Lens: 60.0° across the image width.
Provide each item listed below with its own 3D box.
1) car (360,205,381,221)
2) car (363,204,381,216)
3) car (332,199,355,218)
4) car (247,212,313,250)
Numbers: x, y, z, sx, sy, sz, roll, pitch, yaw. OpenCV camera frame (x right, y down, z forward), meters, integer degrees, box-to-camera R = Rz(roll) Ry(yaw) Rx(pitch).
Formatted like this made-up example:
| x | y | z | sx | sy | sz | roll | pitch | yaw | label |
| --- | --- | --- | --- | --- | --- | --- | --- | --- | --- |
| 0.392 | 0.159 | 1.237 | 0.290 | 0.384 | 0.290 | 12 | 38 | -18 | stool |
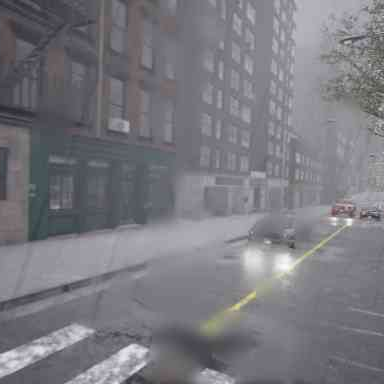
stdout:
| x | y | z | sx | sy | sz | roll | pitch | yaw | label |
| --- | --- | --- | --- | --- | --- | --- | --- | --- | --- |
| 19.146 | 2.294 | 35.638 | 1.895 | 1.301 | 4.718 | 3 | 1 | 30 | car |
| 24.472 | 2.417 | 45.075 | 1.994 | 1.385 | 4.181 | 3 | 1 | 30 | car |
| 17.880 | 1.823 | 39.062 | 2.150 | 2.045 | 5.566 | 3 | 0 | 30 | car |
| 4.310 | 1.640 | 15.429 | 2.033 | 1.411 | 5.357 | 3 | 0 | 30 | car |
